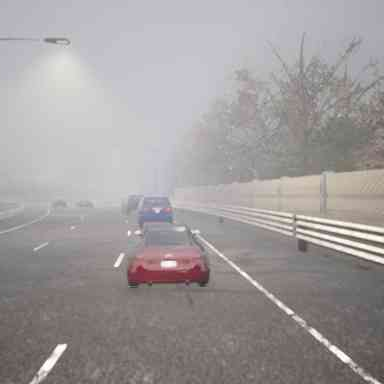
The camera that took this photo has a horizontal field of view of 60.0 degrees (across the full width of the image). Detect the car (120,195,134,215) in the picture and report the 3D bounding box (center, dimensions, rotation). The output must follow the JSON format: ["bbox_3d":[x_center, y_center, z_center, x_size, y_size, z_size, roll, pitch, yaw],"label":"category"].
[{"bbox_3d":[-5.904,1.269,34.712,2.150,2.045,5.566,0,0,-16],"label":"car"}]

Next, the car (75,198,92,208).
[{"bbox_3d":[-16.445,1.636,50.507,1.994,1.385,4.181,0,0,-28],"label":"car"}]

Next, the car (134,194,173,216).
[{"bbox_3d":[-2.656,1.254,22.926,2.150,2.045,5.566,0,0,-12],"label":"car"}]

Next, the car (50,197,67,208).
[{"bbox_3d":[-19.803,1.579,49.407,1.837,1.490,4.892,0,0,-28],"label":"car"}]

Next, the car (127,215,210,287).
[{"bbox_3d":[-0.681,1.576,9.402,1.994,1.385,4.181,0,0,-5],"label":"car"}]
